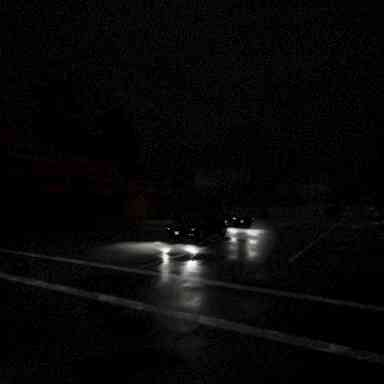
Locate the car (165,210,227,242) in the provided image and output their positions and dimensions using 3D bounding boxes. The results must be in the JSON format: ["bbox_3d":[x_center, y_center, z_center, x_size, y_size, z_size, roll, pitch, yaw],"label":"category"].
[{"bbox_3d":[0.379,1.793,18.350,1.837,1.490,4.892,0,-1,28],"label":"car"}]

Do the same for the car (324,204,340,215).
[{"bbox_3d":[19.866,2.424,47.106,1.882,1.535,5.008,0,-1,28],"label":"car"}]

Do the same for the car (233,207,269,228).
[{"bbox_3d":[4.811,1.968,26.655,1.837,1.490,4.892,0,-1,28],"label":"car"}]
